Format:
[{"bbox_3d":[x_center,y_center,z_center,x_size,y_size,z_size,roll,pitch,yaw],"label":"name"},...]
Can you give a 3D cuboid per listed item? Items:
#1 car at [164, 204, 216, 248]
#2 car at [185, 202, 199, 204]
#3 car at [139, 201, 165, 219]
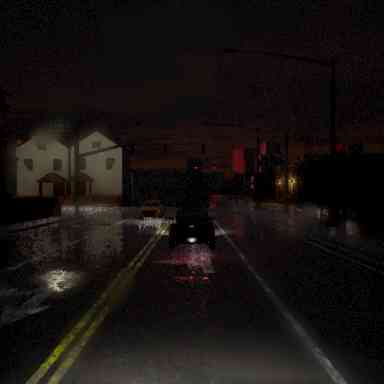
[{"bbox_3d":[0.000,1.514,14.650,1.837,1.490,4.892,0,0,0],"label":"car"},{"bbox_3d":[0.000,1.561,29.650,2.033,1.411,5.357,0,0,0],"label":"car"},{"bbox_3d":[-3.500,1.510,29.670,1.882,1.535,5.008,0,0,0],"label":"car"}]
